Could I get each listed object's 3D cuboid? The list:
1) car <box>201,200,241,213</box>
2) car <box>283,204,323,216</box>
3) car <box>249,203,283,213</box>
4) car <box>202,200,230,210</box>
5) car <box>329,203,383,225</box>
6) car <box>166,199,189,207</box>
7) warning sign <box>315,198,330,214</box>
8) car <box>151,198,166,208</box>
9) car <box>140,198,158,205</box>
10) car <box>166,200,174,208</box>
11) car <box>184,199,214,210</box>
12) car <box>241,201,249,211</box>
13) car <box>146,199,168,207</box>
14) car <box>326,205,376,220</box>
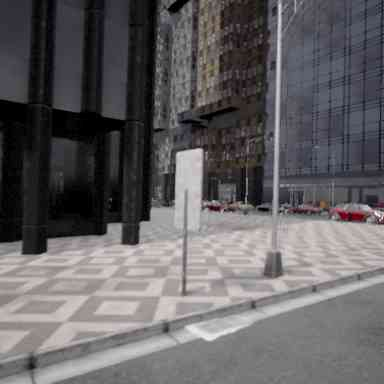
[{"bbox_3d":[3.153,1.736,38.645,1.887,1.381,4.507,3,-1,-36],"label":"car"},{"bbox_3d":[13.276,2.079,39.138,1.802,1.307,4.206,3,-1,-36],"label":"car"},{"bbox_3d":[10.083,2.066,43.599,1.947,1.339,4.313,3,-1,-36],"label":"car"},{"bbox_3d":[3.696,2.058,52.523,2.008,1.369,4.403,3,-1,-36],"label":"car"},{"bbox_3d":[12.721,1.621,25.286,1.967,1.590,4.097,3,-2,-37],"label":"car"},{"bbox_3d":[-2.692,2.061,61.447,2.008,1.369,4.403,3,-1,-36],"label":"car"},{"bbox_3d":[15.635,1.696,39.830,1.300,1.860,1.060,3,-2,-36],"label":"warning sign"},{"bbox_3d":[-6.427,1.640,52.034,1.967,1.590,4.097,3,-1,-36],"label":"car"},{"bbox_3d":[-9.080,2.076,70.370,1.947,1.339,4.313,3,-1,-36],"label":"car"},{"bbox_3d":[-5.521,1.848,55.491,2.033,1.411,5.357,3,-2,-35],"label":"car"},{"bbox_3d":[1.033,1.901,51.533,2.128,1.511,4.902,3,-1,-35],"label":"car"},{"bbox_3d":[6.791,2.029,48.200,1.752,1.417,4.829,3,-1,-36],"label":"car"},{"bbox_3d":[-6.580,2.011,62.133,1.895,1.301,4.718,3,-1,-36],"label":"car"},{"bbox_3d":[16.470,2.060,34.677,1.947,1.339,4.313,3,-1,-36],"label":"car"}]
